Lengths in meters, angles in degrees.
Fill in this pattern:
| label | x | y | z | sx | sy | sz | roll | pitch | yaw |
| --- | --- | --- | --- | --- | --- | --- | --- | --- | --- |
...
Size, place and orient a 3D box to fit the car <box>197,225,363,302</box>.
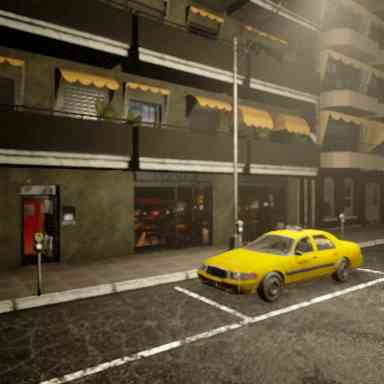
| label | x | y | z | sx | sy | sz | roll | pitch | yaw |
| --- | --- | --- | --- | --- | --- | --- | --- | --- | --- |
| car | 2.368 | 1.547 | 8.268 | 4.829 | 1.417 | 1.752 | 0 | -1 | -36 |
